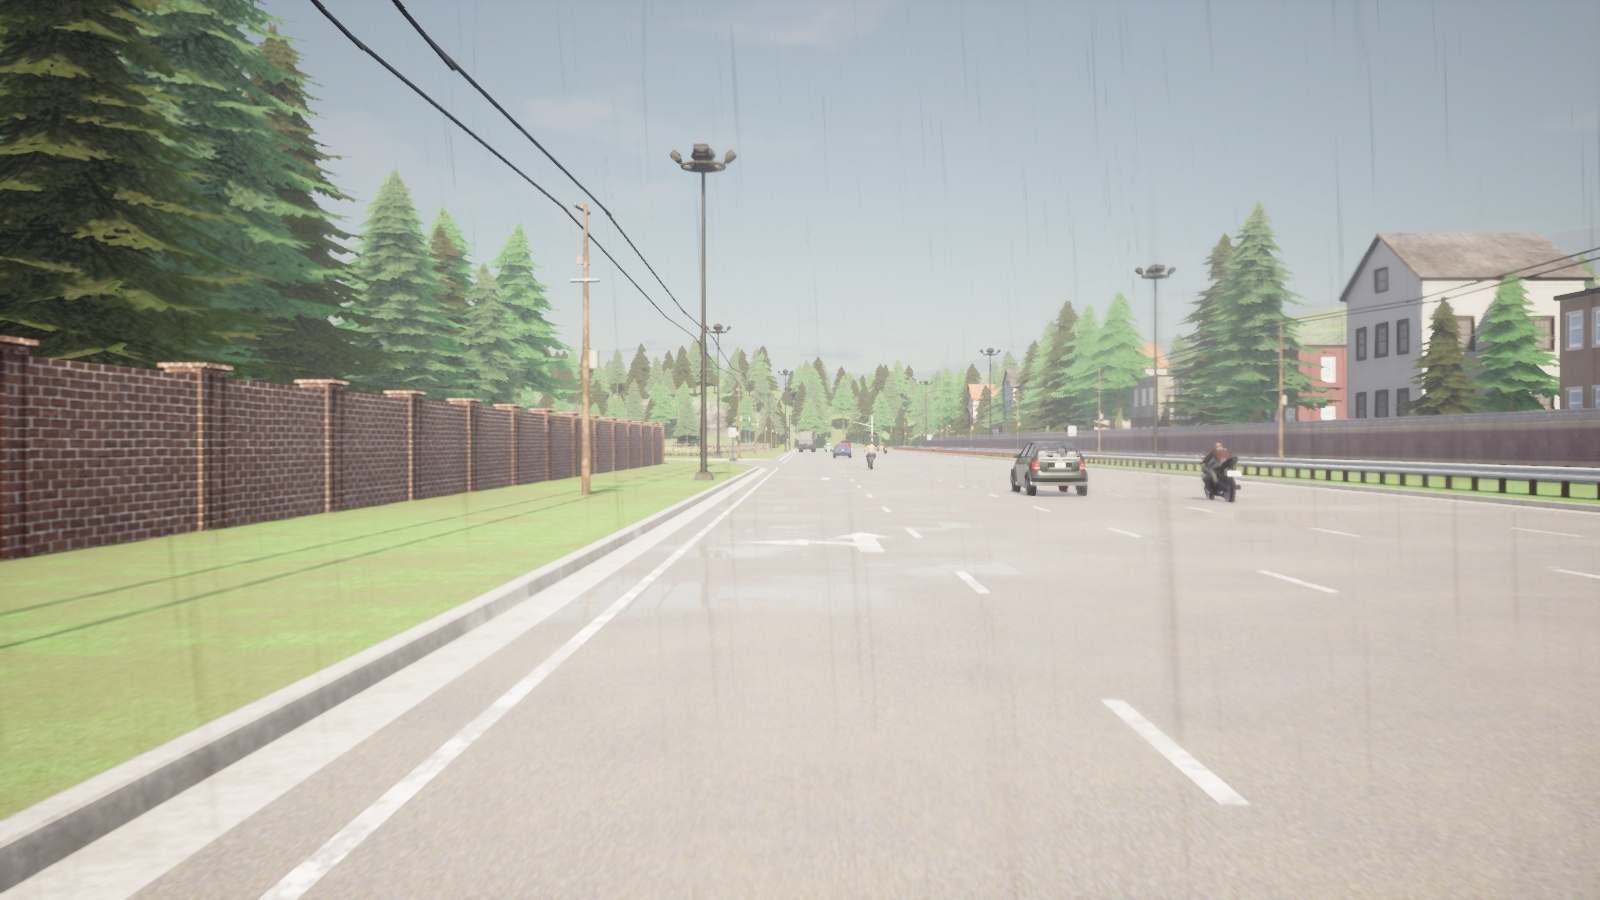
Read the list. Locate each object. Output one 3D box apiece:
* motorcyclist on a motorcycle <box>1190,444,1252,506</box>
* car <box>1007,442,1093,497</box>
[{"bbox_3d":[10.697,0.613,31.995,0.866,1.530,2.191,0,0,0],"label":"motorcyclist on a motorcycle"},{"bbox_3d":[7.224,0.528,36.637,1.789,1.549,3.705,0,0,0],"label":"car"}]
